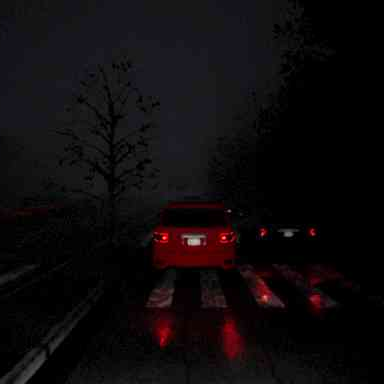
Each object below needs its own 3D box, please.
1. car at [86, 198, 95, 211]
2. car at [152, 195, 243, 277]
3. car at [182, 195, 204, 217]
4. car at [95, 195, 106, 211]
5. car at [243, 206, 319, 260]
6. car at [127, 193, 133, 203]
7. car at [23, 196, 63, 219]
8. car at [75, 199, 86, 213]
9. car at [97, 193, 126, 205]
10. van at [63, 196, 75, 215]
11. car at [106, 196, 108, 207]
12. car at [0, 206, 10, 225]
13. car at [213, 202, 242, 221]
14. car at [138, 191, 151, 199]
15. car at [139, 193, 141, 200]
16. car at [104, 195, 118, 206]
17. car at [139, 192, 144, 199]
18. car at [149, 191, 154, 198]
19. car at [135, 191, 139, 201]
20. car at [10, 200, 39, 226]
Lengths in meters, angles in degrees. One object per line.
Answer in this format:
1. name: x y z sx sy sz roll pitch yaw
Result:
1. car: -13.905 1.623 37.708 4.792 1.488 2.163 -1 0 -20
2. car: 0.060 1.238 10.425 2.150 2.045 5.566 0 0 0
3. car: 0.089 1.321 34.161 2.150 2.045 5.566 0 0 0
4. car: -13.705 1.578 40.777 5.366 1.575 1.946 -1 0 -20
5. car: 3.070 1.372 12.658 2.097 1.767 4.553 0 0 0
6. car: -13.848 1.202 58.627 5.566 2.045 2.435 -1 0 -20
7. car: -13.855 1.458 28.776 4.553 1.767 2.185 -1 0 -20
8. car: -13.875 1.633 34.736 4.674 1.452 2.002 -1 0 -20
9. car: -13.902 1.260 52.631 5.566 2.045 2.435 -1 1 -20
10. van: -13.776 1.366 31.804 4.442 1.987 1.878 -1 -1 -20
11. car: -13.849 1.602 43.705 4.792 1.488 2.163 -1 0 -20
12. car: -13.913 1.574 19.804 4.792 1.488 2.163 -1 0 -20
13. car: 3.079 1.641 29.880 2.033 1.411 5.357 0 0 0
14. car: -13.832 1.219 85.568 4.792 1.488 2.163 -1 0 -20
15. car: -13.860 1.377 70.544 4.674 1.452 2.002 -1 1 -20
16. car: -13.870 1.574 49.662 4.674 1.452 2.002 -1 1 -20
17. car: -13.837 1.337 73.563 4.792 1.488 2.163 -1 0 -20
18. car: -14.027 1.129 91.491 5.366 1.575 1.946 -1 1 -20
19. car: -13.838 1.240 67.571 4.553 1.767 2.185 -1 1 -20
20. car: -13.712 1.554 22.866 5.366 1.575 1.946 -1 -1 -20
